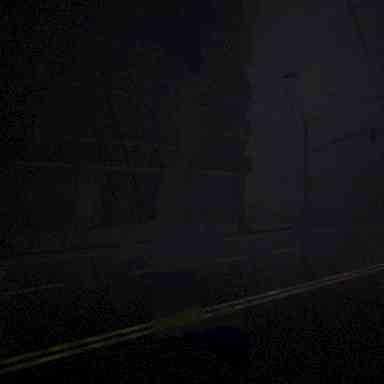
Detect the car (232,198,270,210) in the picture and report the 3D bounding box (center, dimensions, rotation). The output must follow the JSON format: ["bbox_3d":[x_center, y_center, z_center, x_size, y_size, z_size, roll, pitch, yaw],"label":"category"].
[{"bbox_3d":[8.168,1.619,46.518,2.033,1.411,5.357,0,0,-35],"label":"car"}]

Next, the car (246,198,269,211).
[{"bbox_3d":[7.205,1.555,41.767,2.128,1.511,4.902,0,0,-35],"label":"car"}]
